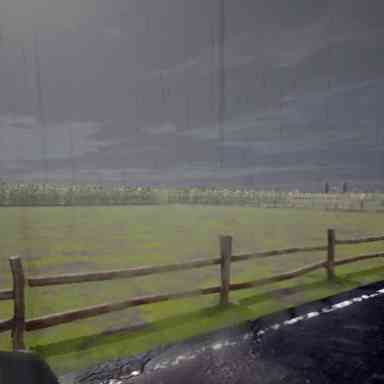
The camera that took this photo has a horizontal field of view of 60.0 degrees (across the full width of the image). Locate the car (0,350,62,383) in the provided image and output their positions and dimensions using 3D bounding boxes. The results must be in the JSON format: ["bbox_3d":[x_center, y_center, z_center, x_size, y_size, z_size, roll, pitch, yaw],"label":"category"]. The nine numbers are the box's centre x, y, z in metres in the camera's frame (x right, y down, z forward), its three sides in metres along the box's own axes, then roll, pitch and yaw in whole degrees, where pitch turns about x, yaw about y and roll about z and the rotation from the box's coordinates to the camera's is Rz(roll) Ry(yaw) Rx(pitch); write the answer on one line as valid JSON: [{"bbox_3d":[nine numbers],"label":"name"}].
[{"bbox_3d":[-2.560,1.545,1.232,4.181,1.385,1.994,1,-1,-35],"label":"car"}]
